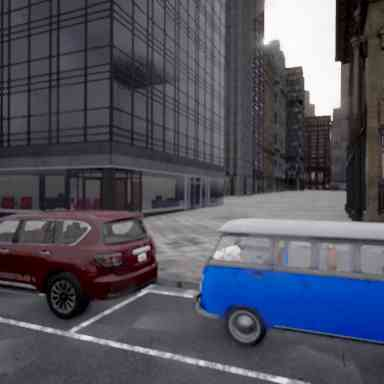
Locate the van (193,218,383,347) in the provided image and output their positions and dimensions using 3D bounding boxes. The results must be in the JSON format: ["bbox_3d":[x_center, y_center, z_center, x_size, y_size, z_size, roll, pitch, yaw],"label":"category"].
[{"bbox_3d":[2.062,1.340,5.015,3.998,1.788,1.690,0,0,23],"label":"van"}]

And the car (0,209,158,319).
[{"bbox_3d":[-3.139,1.311,7.219,5.009,1.841,2.192,0,0,23],"label":"car"}]
